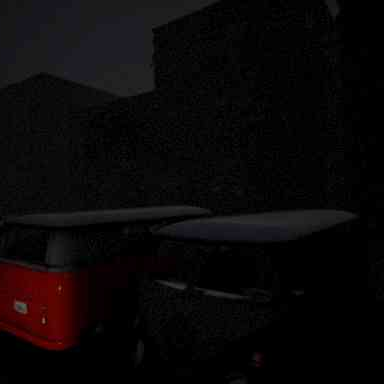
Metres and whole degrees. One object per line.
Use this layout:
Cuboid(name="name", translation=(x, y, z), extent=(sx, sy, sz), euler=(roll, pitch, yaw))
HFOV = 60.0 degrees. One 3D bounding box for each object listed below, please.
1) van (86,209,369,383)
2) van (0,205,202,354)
Cuboid(name="van", translation=(1.073, 1.266, 4.447), extent=(1.878, 1.987, 4.442), euler=(-1, 0, 35))
Cuboid(name="van", translation=(-1.052, 1.288, 6.250), extent=(1.878, 1.987, 4.442), euler=(-1, 0, 35))
